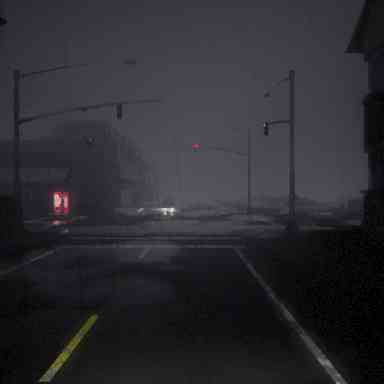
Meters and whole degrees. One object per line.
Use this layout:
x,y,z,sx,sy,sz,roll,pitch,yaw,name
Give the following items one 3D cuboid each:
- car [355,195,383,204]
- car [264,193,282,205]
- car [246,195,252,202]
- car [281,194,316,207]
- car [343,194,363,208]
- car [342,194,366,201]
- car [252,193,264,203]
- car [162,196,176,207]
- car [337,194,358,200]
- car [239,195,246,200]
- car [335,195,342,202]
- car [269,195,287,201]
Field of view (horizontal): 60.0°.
32.259,1.312,60.392,4.514,1.523,2.007,0,0,0,car
14.165,1.167,51.072,5.027,1.636,2.152,0,0,0,car
13.751,1.111,66.772,4.605,1.855,1.932,0,0,0,car
14.489,1.245,44.655,3.806,1.475,1.970,0,0,0,car
21.539,1.311,40.993,4.514,1.523,2.007,0,0,0,car
39.973,1.344,82.232,5.027,1.636,2.152,0,0,0,car
14.164,1.090,63.867,3.866,1.878,1.905,0,0,0,car
-3.500,1.438,51.049,2.128,1.511,4.902,0,0,0,car
39.920,1.354,85.369,4.514,1.523,2.007,0,0,0,car
13.886,1.387,85.356,3.633,1.501,1.845,0,0,0,car
32.300,1.333,70.385,3.633,1.501,1.845,0,0,0,car
21.307,1.398,82.377,3.806,1.475,1.970,0,0,0,car
